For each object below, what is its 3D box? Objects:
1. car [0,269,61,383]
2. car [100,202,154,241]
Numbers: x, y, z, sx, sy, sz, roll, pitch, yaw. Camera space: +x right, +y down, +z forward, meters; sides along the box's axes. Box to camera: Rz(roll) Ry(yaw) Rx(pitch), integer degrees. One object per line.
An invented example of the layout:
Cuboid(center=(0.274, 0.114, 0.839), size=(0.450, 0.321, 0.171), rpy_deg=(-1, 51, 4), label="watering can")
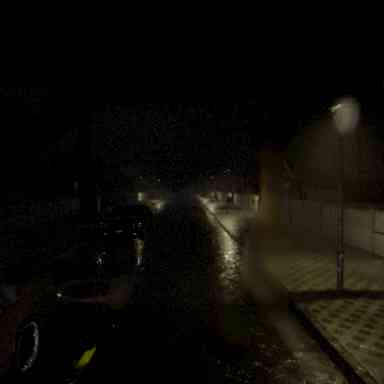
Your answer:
Cuboid(center=(-2.857, 1.518, 2.690), size=(2.033, 1.411, 5.357), rpy_deg=(0, 1, 0), label="car")
Cuboid(center=(-2.931, 1.282, 15.835), size=(1.882, 1.535, 5.008), rpy_deg=(0, 1, 0), label="car")
